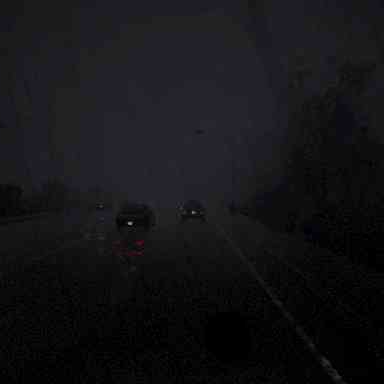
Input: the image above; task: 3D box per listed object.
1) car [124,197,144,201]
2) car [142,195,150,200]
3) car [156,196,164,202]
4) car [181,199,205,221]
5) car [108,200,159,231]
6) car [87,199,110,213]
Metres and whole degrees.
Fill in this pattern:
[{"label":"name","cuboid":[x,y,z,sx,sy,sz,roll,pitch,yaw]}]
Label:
[{"label":"car","cuboid":[-7.090,1.589,37.717,1.994,1.385,4.181,0,0,0]},{"label":"car","cuboid":[-11.046,1.520,78.733,1.812,1.442,4.674,0,0,-3]},{"label":"car","cuboid":[-7.555,1.588,78.968,1.895,1.301,4.718,0,0,-3]},{"label":"car","cuboid":[0.102,1.565,26.941,2.033,1.411,5.357,0,0,0]},{"label":"car","cuboid":[-3.401,1.505,20.696,2.128,1.511,4.902,0,0,0]},{"label":"car","cuboid":[-10.590,1.550,38.232,1.812,1.442,4.674,0,0,0]}]
